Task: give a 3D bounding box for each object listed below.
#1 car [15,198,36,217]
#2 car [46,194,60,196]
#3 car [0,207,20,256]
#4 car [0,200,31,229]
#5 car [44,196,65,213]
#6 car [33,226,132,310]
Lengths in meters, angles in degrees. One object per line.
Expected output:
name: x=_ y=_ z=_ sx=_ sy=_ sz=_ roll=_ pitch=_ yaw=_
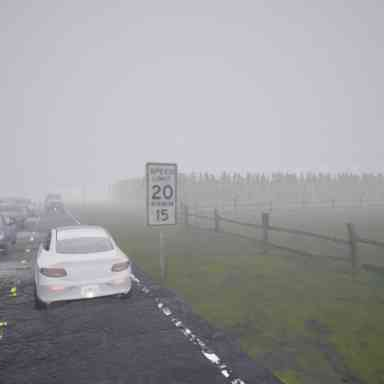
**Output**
car: x=-15.615 y=1.357 z=30.628 sx=2.097 sy=1.767 sz=4.553 roll=0 pitch=0 yaw=-23
car: x=-19.007 y=1.227 z=45.555 sx=2.150 sy=2.045 sz=5.566 roll=0 pitch=0 yaw=-23
car: x=-7.951 y=1.529 z=12.886 sx=1.812 sy=1.442 sz=4.674 roll=0 pitch=0 yaw=-24
car: x=-11.534 y=1.509 z=21.156 sx=1.837 sy=1.490 sz=4.892 roll=0 pitch=0 yaw=-23
car: x=-14.990 y=1.510 z=36.425 sx=1.837 sy=1.490 sz=4.892 roll=0 pitch=0 yaw=-23
car: x=-2.683 y=1.528 z=7.890 sx=1.812 sy=1.442 sz=4.674 roll=0 pitch=0 yaw=-23
